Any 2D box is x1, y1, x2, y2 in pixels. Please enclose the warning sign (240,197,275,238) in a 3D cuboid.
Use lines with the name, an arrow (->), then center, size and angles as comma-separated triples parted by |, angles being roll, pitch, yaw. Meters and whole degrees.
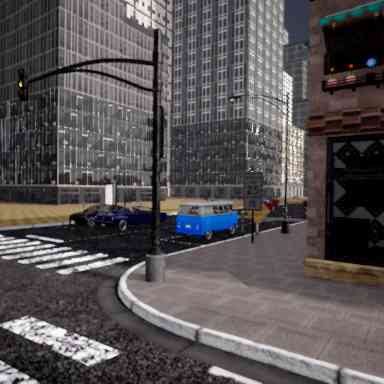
warning sign -> 3.184, 1.175, 16.086 | 1.300, 1.860, 1.060 | 1, 1, 35

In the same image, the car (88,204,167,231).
car -> -3.711, 1.537, 20.493 | 1.895, 1.301, 4.718 | 1, 1, 35

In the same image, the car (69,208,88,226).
car -> -5.921, 1.462, 21.852 | 1.947, 1.339, 4.313 | 1, 1, 35

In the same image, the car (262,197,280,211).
car -> 7.536, 1.502, 36.247 | 1.895, 1.301, 4.718 | 1, 1, 36

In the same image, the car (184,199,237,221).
car -> 1.678, 1.410, 28.044 | 2.128, 1.511, 4.902 | 1, 1, 35

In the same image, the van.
van -> 0.904, 1.366, 16.983 | 1.690, 1.788, 3.998 | 1, 1, 35

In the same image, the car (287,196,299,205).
car -> 16.469, 1.359, 53.243 | 1.752, 1.417, 4.829 | 1, 1, 35

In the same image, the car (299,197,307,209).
car -> 15.637, 1.412, 42.204 | 1.882, 1.535, 5.008 | 1, 1, 36
